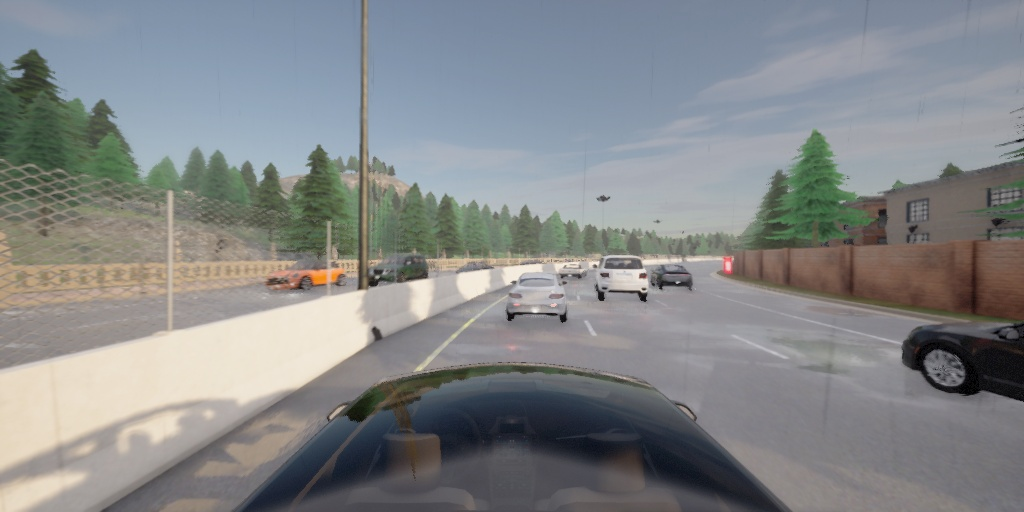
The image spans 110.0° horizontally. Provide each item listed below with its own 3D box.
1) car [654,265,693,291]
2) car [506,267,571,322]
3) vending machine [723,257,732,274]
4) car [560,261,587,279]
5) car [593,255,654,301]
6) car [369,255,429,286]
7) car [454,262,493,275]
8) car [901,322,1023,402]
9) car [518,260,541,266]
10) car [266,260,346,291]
[{"bbox_3d":[9.938,1.287,22.569,2.128,1.511,4.902,0,0,14],"label":"car"},{"bbox_3d":[0.913,1.281,12.321,1.812,1.442,4.674,0,0,7],"label":"car"},{"bbox_3d":[24.345,1.056,40.462,1.100,2.100,0.880,0,0,29],"label":"vending machine"},{"bbox_3d":[5.685,1.380,32.688,1.895,1.301,4.718,0,0,19],"label":"car"},{"bbox_3d":[5.276,0.997,17.814,2.150,2.045,5.566,0,0,11],"label":"car"},{"bbox_3d":[-7.714,0.941,24.775,2.150,2.045,5.566,0,0,13],"label":"car"},{"bbox_3d":[-3.003,1.233,28.934,2.128,1.511,4.902,0,0,16],"label":"car"},{"bbox_3d":[7.243,1.287,3.800,1.837,1.490,4.892,0,0,2],"label":"car"},{"bbox_3d":[2.988,1.318,59.433,2.033,1.411,5.357,0,0,32],"label":"car"},{"bbox_3d":[-12.003,1.053,21.213,2.097,1.767,4.553,0,0,11],"label":"car"}]
